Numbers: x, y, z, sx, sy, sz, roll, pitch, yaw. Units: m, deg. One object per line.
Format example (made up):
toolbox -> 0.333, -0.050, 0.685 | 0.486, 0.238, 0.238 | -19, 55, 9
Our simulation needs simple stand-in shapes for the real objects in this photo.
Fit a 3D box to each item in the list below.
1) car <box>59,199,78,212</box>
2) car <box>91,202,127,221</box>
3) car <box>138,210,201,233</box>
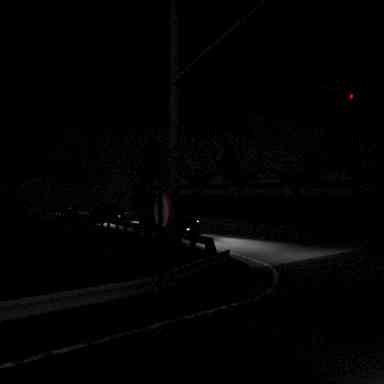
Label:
car -> -15.236, 1.691, 40.709 | 1.837, 1.490, 4.892 | -2, 1, -25
car -> -7.249, 1.695, 28.824 | 1.837, 1.490, 4.892 | 0, 0, -35
car -> -1.482, 1.792, 20.626 | 1.895, 1.301, 4.718 | 0, 0, -35
